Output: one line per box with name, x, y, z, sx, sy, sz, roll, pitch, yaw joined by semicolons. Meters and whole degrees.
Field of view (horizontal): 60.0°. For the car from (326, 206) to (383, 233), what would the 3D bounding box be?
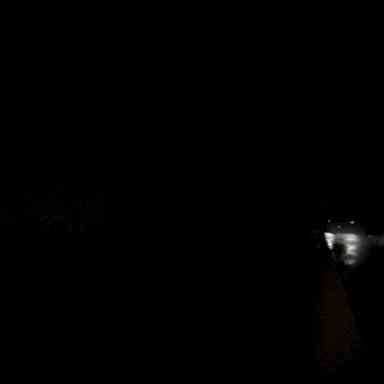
car;10.287;1.535;19.927;5.357;1.411;2.033;0;0;-36
